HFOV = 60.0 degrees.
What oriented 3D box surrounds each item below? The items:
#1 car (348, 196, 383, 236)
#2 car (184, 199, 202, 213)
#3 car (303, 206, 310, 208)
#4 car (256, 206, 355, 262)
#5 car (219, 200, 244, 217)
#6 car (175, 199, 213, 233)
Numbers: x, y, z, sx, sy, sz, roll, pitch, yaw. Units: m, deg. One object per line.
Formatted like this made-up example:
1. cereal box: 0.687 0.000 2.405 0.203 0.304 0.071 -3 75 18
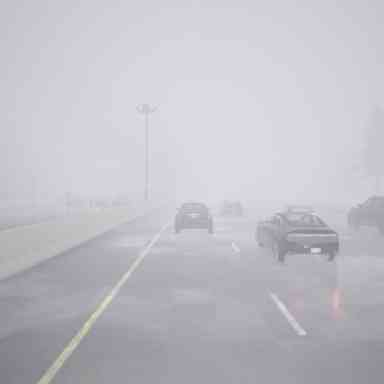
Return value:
1. car: 10.603 1.217 18.056 2.150 2.045 5.566 0 0 0
2. car: 0.107 1.539 38.735 2.033 1.411 5.357 0 0 0
3. car: 7.102 1.595 22.844 1.895 1.301 4.718 0 0 0
4. car: 3.603 1.488 12.123 2.128 1.511 4.902 0 0 0
5. car: 3.605 1.484 30.865 2.128 1.511 4.902 0 0 0
6. car: 0.106 1.347 19.869 2.097 1.767 4.553 0 0 0
